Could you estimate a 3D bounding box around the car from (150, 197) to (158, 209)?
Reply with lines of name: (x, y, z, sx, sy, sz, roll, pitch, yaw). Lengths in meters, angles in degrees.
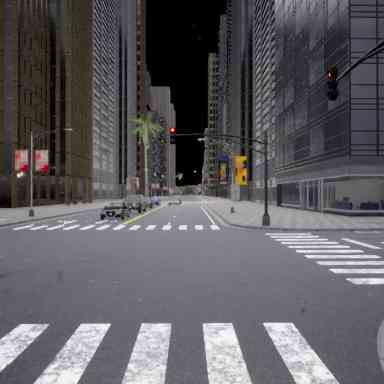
car: (-6.651, 1.484, 48.388, 2.097, 1.767, 4.553, 0, 0, 0)

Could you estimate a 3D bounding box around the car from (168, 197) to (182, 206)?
car: (-3.226, 1.783, 59.806, 1.895, 1.301, 4.718, 0, 0, 0)

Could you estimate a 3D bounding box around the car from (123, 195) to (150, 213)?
car: (-6.647, 1.315, 38.460, 2.150, 2.045, 5.566, 0, 0, 0)

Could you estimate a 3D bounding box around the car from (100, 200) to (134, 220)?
car: (-6.634, 1.628, 29.136, 1.994, 1.385, 4.181, 0, 0, 0)

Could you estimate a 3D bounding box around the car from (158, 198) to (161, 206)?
car: (-6.620, 1.654, 58.528, 1.882, 1.535, 5.008, 0, 0, 0)

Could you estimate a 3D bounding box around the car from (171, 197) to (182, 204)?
car: (-3.237, 1.791, 69.702, 1.994, 1.385, 4.181, 0, 0, 0)
